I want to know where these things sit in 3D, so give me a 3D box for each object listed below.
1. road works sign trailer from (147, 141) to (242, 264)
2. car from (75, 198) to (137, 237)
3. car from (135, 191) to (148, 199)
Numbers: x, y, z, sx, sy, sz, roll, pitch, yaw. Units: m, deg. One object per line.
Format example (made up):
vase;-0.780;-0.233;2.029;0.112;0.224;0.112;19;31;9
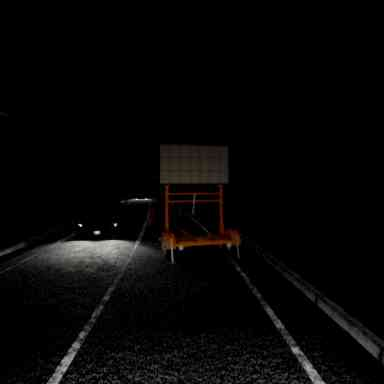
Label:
road works sign trailer;0.035;0.171;10.845;2.380;3.560;2.880;-1;1;-16
car;-3.969;1.172;15.751;2.033;1.411;5.357;0;1;-5
car;-8.718;0.462;57.581;1.994;1.385;4.181;0;3;-6
